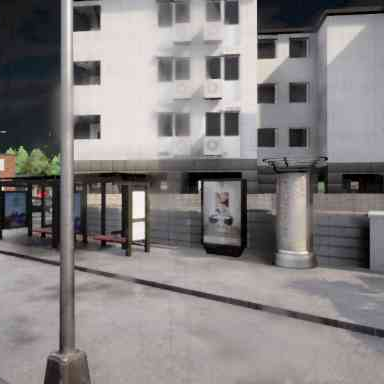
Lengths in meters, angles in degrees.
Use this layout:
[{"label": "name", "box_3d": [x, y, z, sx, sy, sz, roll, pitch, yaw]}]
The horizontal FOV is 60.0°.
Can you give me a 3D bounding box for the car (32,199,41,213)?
[{"label": "car", "box_3d": [-16.147, 1.505, 34.085, 1.837, 1.490, 4.892, 0, 0, 35]}]
